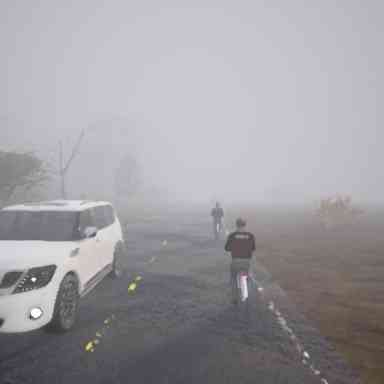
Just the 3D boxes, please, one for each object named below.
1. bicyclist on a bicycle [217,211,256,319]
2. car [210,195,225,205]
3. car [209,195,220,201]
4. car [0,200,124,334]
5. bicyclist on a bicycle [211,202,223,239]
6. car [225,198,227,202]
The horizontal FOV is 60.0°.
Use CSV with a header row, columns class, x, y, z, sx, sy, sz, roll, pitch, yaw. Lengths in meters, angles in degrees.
class,x,y,z,sx,sy,sz,roll,pitch,yaw
bicyclist on a bicycle,0.926,1.368,6.473,0.659,1.776,1.843,0,0,1
car,4.122,1.556,56.696,1.994,1.385,4.181,0,0,8
car,5.740,1.535,84.858,2.033,1.411,5.357,0,0,12
car,-2.993,1.218,7.096,2.150,2.045,5.566,0,0,1
bicyclist on a bicycle,1.199,1.365,15.679,0.659,1.776,1.843,0,0,2
car,6.629,1.547,73.519,1.994,1.385,4.181,0,0,10
